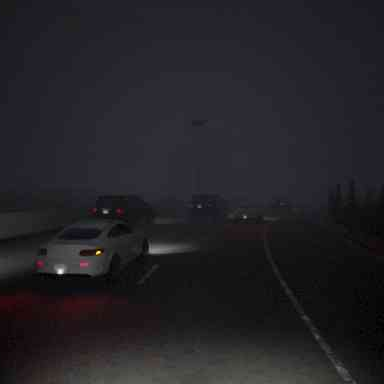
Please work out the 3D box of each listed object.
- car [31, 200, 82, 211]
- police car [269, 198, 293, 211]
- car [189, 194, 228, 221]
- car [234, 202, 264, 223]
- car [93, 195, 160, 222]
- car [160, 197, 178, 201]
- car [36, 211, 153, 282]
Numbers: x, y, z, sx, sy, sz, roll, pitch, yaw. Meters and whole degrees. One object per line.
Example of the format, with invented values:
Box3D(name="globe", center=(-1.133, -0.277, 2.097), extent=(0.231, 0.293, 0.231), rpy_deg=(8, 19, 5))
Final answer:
Box3D(name="car", center=(-12.389, 1.480, 31.019), extent=(2.033, 1.411, 5.357), rpy_deg=(0, 0, 18))
Box3D(name="police car", center=(10.930, 1.494, 40.524), extent=(2.038, 1.542, 4.974), rpy_deg=(0, 0, 28))
Box3D(name="car", center=(1.430, 1.198, 27.715), extent=(2.150, 2.045, 5.566), rpy_deg=(0, 0, 18))
Box3D(name="car", center=(4.379, 1.514, 25.404), extent=(1.812, 1.442, 4.674), rpy_deg=(0, 0, 17))
Box3D(name="car", center=(-4.151, 1.188, 21.016), extent=(2.150, 2.045, 5.566), rpy_deg=(0, 0, 14))
Box3D(name="car", center=(-3.302, 1.456, 44.074), extent=(2.128, 1.511, 4.902), rpy_deg=(0, 0, 27))
Box3D(name="car", center=(-2.646, 1.508, 9.667), extent=(1.812, 1.442, 4.674), rpy_deg=(0, 0, 7))
